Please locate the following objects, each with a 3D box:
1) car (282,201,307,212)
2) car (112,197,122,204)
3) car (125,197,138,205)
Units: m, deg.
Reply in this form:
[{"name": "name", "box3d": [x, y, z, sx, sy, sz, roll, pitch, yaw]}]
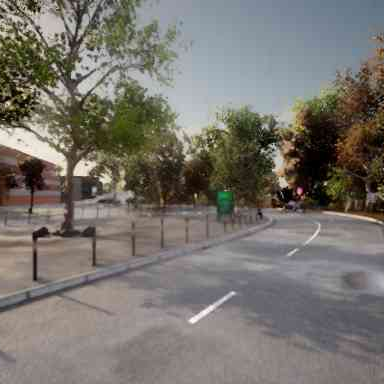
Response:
[{"name": "car", "box3d": [15.010, 2.118, 48.931, 2.128, 1.511, 4.902, 0, -1, -13]}, {"name": "car", "box3d": [-20.624, 2.713, 93.196, 1.837, 1.490, 4.892, 0, -1, -10]}, {"name": "car", "box3d": [-16.226, 2.316, 87.818, 2.150, 2.045, 5.566, 1, -1, -20]}]
